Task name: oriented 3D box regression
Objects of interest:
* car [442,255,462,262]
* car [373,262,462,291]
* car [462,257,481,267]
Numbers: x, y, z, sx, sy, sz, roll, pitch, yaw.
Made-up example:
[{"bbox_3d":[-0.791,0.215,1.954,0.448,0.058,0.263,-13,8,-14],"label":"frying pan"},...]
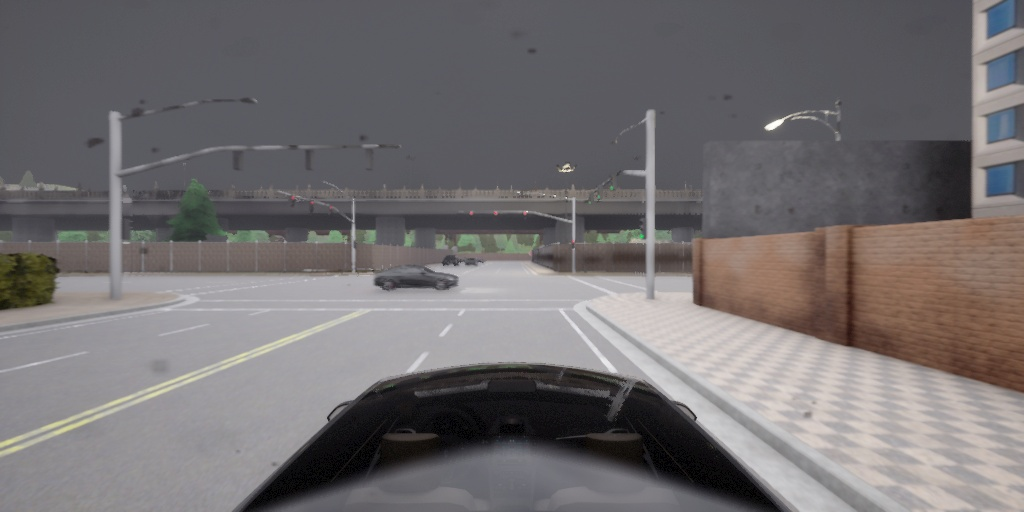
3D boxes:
[{"bbox_3d":[-10.514,0.768,61.915,2.150,2.045,5.566,0,0,1],"label":"car"},{"bbox_3d":[-5.347,1.231,20.109,4.674,1.442,1.812,0,0,0],"label":"car"},{"bbox_3d":[-7.018,1.051,61.945,1.837,1.490,4.892,0,0,1],"label":"car"}]
